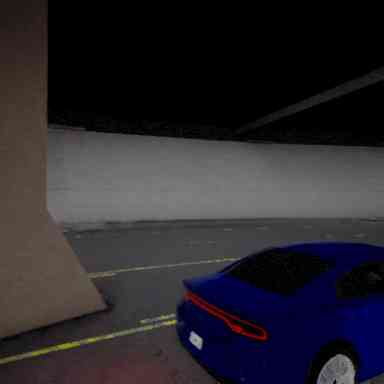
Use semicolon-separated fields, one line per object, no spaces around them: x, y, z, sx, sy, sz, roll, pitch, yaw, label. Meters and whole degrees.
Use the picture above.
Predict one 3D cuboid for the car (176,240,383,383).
2.236;1.444;4.735;5.008;1.535;1.882;0;0;-28;car
